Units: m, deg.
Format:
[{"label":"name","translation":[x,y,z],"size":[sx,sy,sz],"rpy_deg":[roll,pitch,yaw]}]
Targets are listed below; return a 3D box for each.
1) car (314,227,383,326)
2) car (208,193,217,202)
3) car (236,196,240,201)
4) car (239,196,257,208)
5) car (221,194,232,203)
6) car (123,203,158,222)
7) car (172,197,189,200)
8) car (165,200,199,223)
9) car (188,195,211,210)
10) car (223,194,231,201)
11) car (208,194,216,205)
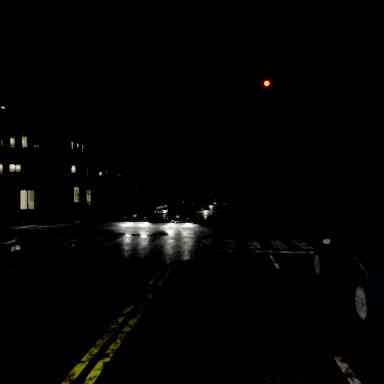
[{"label":"car","translation":[3.983,1.476,6.969],"size":[1.882,1.535,5.008],"rpy_deg":[0,0,7]},{"label":"car","translation":[4.312,1.185,72.776],"size":[2.150,2.045,5.566],"rpy_deg":[0,0,6]},{"label":"car","translation":[11.503,1.564,78.975],"size":[1.895,1.301,4.718],"rpy_deg":[0,0,6]},{"label":"car","translation":[8.344,1.531,48.205],"size":[2.033,1.411,5.357],"rpy_deg":[0,0,6]},{"label":"car","translation":[7.170,1.479,68.924],"size":[1.837,1.490,4.892],"rpy_deg":[0,0,6]},{"label":"car","translation":[-3.981,1.558,26.300],"size":[1.994,1.385,4.181],"rpy_deg":[0,0,6]},{"label":"car","translation":[-2.037,1.587,44.636],"size":[1.895,1.301,4.718],"rpy_deg":[0,0,6]},{"label":"car","translation":[-0.803,1.558,25.453],"size":[1.994,1.385,4.181],"rpy_deg":[0,0,6]},{"label":"car","translation":[1.071,1.464,43.118],"size":[1.882,1.535,5.008],"rpy_deg":[0,0,6]},{"label":"car","translation":[8.268,1.279,79.284],"size":[1.882,1.535,5.008],"rpy_deg":[0,0,6]},{"label":"car","translation":[2.732,1.505,58.586],"size":[1.812,1.442,4.674],"rpy_deg":[0,0,7]}]
